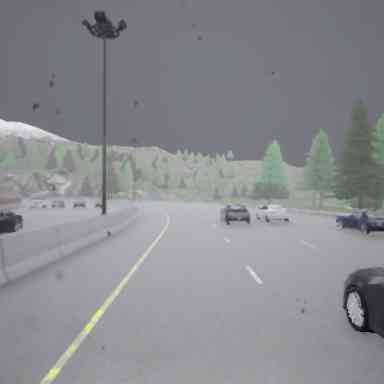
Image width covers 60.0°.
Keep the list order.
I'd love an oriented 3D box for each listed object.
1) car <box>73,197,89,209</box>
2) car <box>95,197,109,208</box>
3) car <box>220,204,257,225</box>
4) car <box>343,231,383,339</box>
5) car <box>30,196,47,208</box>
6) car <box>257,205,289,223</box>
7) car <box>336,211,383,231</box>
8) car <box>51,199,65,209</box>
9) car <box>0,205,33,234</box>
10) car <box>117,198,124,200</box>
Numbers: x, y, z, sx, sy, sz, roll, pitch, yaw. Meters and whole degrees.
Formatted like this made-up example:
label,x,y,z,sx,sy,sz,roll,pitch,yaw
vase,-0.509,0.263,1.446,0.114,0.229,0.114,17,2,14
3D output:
label,x,y,z,sx,sy,sz,roll,pitch,yaw
car,-19.234,2.007,57.082,1.882,1.535,5.008,0,-1,-15
car,-15.773,2.012,57.646,1.882,1.535,5.008,0,-1,-15
car,3.369,1.739,26.660,2.128,1.511,4.902,0,0,-2
car,3.595,1.545,4.016,1.837,1.490,4.892,0,0,0
car,-26.851,1.779,58.348,2.150,2.045,5.566,0,-1,-17
car,6.790,1.787,28.272,1.812,1.442,4.674,0,0,-3
car,10.562,1.787,20.101,1.895,1.301,4.718,0,-1,-1
car,-22.766,2.016,56.707,2.128,1.511,4.902,0,-1,-15
car,-10.651,1.654,17.321,2.128,1.511,4.902,0,-1,-1
car,-20.321,2.369,93.203,1.837,1.490,4.892,0,-1,-29
